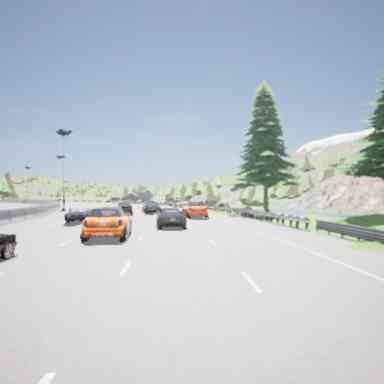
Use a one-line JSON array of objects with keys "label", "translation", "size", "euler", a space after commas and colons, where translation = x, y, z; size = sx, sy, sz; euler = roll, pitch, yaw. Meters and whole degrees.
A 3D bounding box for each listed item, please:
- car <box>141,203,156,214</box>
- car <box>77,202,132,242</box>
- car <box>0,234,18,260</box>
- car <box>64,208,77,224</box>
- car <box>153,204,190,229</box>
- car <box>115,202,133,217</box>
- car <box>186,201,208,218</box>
[{"label": "car", "translation": [-5.232, 2.046, 42.120], "size": [1.994, 1.385, 4.181], "euler": [0, -1, -15]}, {"label": "car", "translation": [-4.428, 1.566, 17.789], "size": [2.097, 1.767, 4.553], "euler": [0, -1, -6]}, {"label": "car", "translation": [-7.252, 1.746, 10.175], "size": [1.895, 1.301, 4.718], "euler": [0, -1, -4]}, {"label": "car", "translation": [-9.344, 1.949, 27.965], "size": [1.895, 1.301, 4.718], "euler": [0, -1, -10]}, {"label": "car", "translation": [-1.563, 1.831, 23.826], "size": [1.994, 1.385, 4.181], "euler": [0, -1, -8]}, {"label": "car", "translation": [-8.051, 1.968, 39.076], "size": [1.837, 1.490, 4.892], "euler": [1, 0, -14]}, {"label": "car", "translation": [0.199, 1.718, 33.819], "size": [2.097, 1.767, 4.553], "euler": [0, -1, -11]}]
